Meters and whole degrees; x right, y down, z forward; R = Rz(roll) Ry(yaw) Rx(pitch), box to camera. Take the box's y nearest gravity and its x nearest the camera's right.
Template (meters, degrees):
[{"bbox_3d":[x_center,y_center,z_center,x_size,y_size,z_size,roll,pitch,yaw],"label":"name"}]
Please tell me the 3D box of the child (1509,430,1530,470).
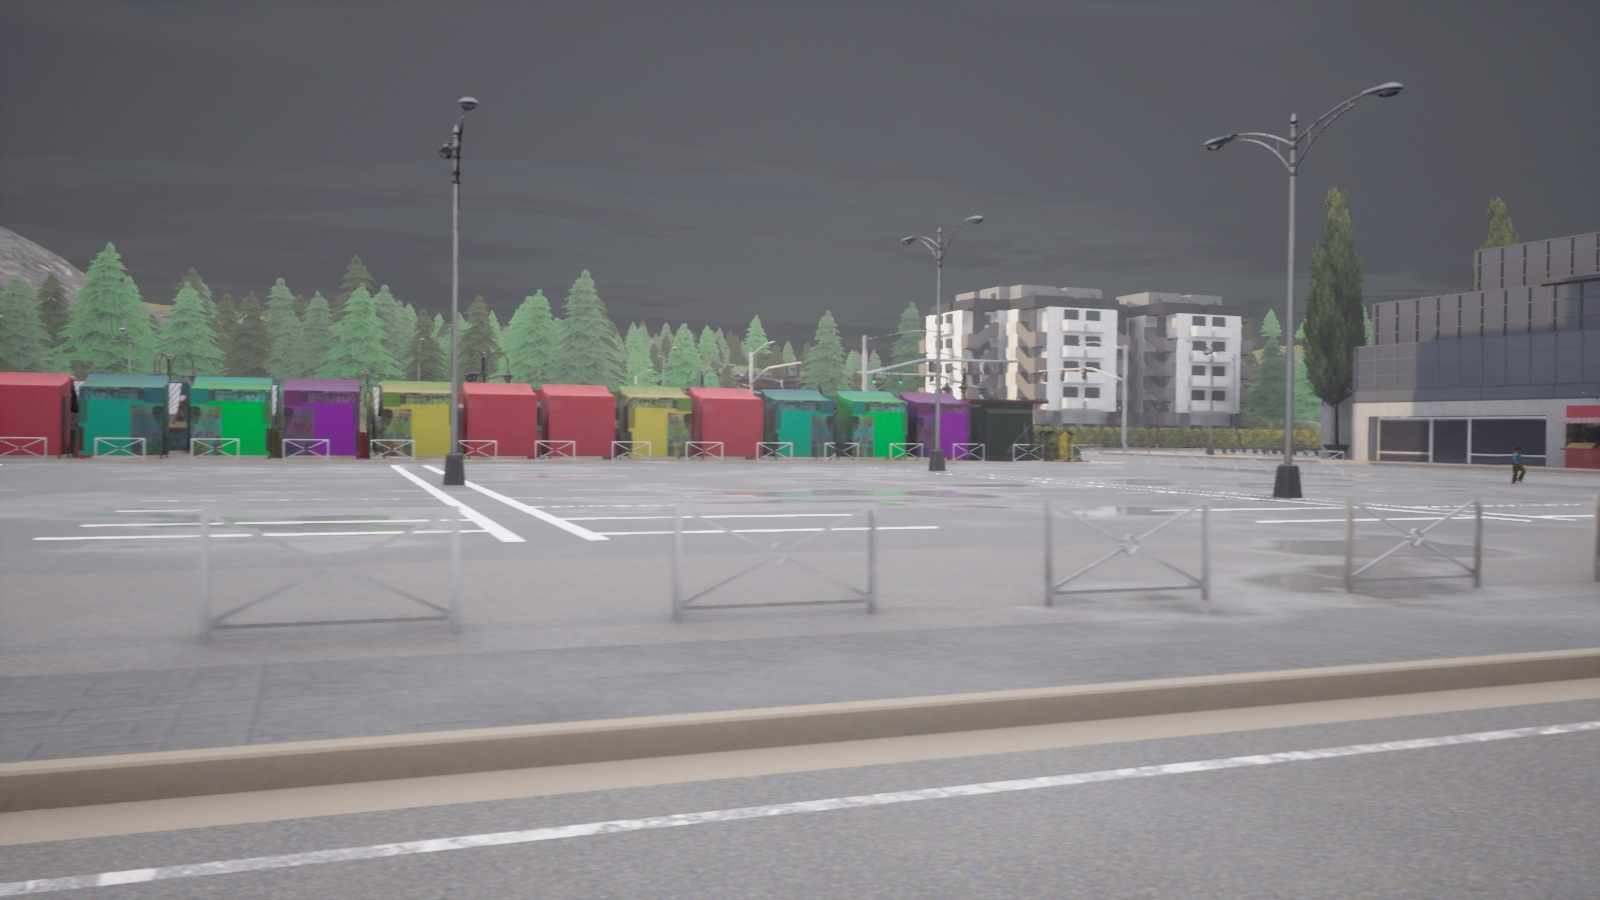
[{"bbox_3d":[21.504,-0.007,37.537,0.343,1.192,0.448,-1,1,-19],"label":"child"}]
